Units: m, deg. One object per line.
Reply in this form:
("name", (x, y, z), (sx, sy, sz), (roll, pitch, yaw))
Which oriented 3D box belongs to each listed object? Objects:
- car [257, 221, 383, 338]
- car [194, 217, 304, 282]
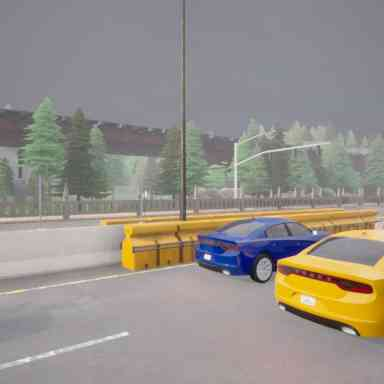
("car", (3.762, 1.478, 6.441), (5.008, 1.535, 1.882), (0, 0, -35))
("car", (2.399, 1.478, 9.770), (5.008, 1.535, 1.882), (0, 0, -36))
